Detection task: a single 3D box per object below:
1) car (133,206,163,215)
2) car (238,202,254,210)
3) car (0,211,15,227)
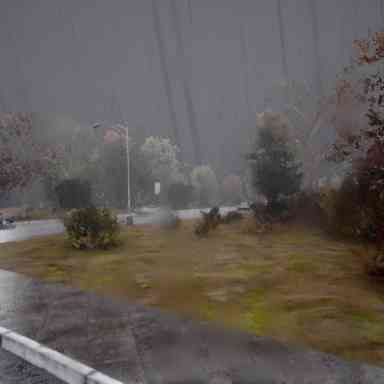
[{"bbox_3d":[-6.299,2.613,47.770,1.895,1.301,4.718,-3,-2,32],"label":"car"},{"bbox_3d":[8.659,2.204,51.466,1.994,1.385,4.181,-3,-2,32],"label":"car"},{"bbox_3d":[-18.217,2.424,29.238,2.128,1.511,4.902,-3,-2,33],"label":"car"}]
